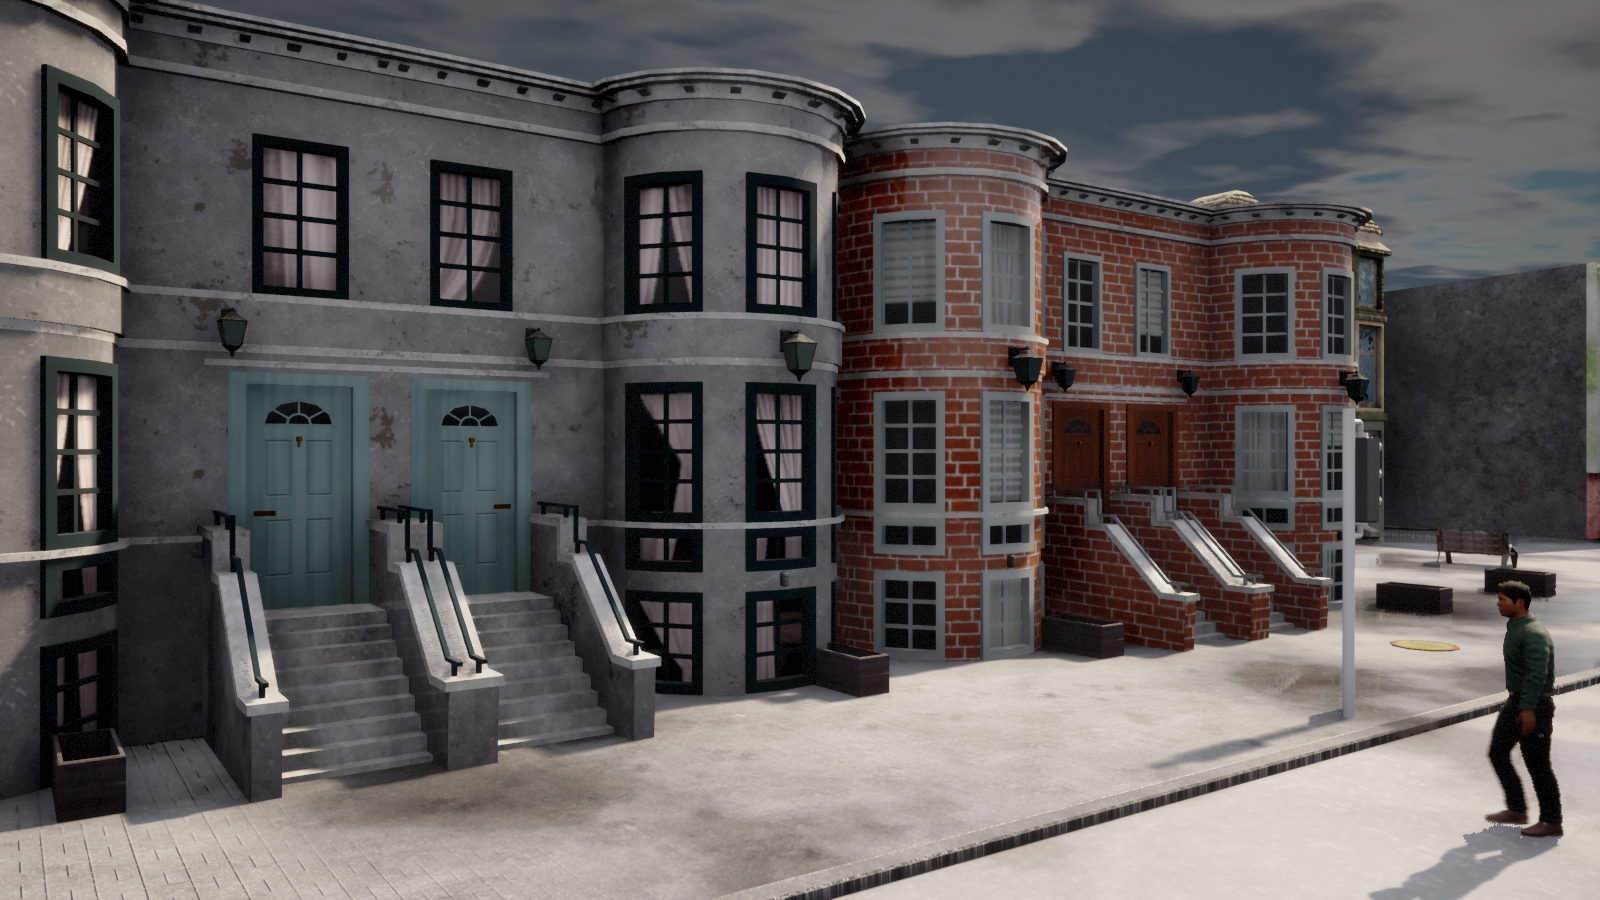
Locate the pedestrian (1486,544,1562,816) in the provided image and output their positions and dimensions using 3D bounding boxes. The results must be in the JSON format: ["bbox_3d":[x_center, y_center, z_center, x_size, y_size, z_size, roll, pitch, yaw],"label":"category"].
[{"bbox_3d":[5.196,1.629,8.214,0.375,1.860,0.375,0,0,17],"label":"pedestrian"}]
